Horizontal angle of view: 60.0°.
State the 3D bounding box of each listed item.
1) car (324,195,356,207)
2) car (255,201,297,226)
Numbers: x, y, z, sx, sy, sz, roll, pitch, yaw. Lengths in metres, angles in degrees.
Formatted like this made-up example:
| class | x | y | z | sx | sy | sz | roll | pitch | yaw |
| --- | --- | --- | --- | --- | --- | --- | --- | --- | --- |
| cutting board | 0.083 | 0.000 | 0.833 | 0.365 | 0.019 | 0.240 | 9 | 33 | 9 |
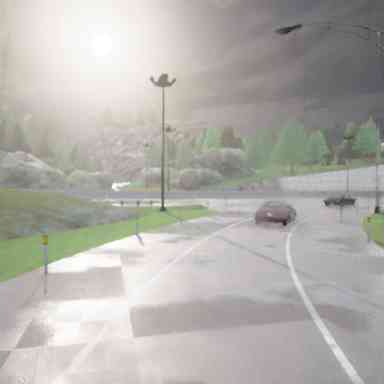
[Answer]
| class | x | y | z | sx | sy | sz | roll | pitch | yaw |
| --- | --- | --- | --- | --- | --- | --- | --- | --- | --- |
| car | 16.557 | 0.951 | 37.050 | 4.718 | 1.301 | 1.895 | -1 | 2 | -44 |
| car | 5.484 | 1.273 | 21.462 | 1.994 | 1.385 | 4.181 | 1 | 2 | 26 |
